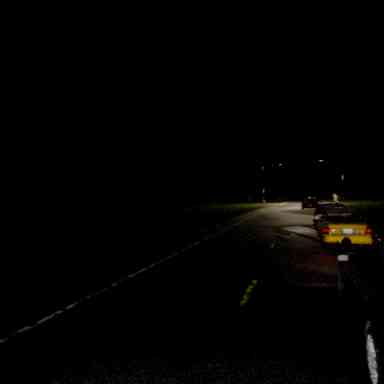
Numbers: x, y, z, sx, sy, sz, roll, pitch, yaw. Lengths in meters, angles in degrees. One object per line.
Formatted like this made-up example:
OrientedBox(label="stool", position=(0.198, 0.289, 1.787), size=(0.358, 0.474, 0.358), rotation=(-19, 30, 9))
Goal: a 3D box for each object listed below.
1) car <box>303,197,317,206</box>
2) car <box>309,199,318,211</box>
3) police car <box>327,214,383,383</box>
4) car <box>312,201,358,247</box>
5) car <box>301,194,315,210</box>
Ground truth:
OrientedBox(label="car", position=(18.565, 1.476, 52.158), size=(1.895, 1.301, 4.718), rotation=(-2, -1, 21))
OrientedBox(label="car", position=(8.247, 1.400, 19.950), size=(1.882, 1.535, 5.008), rotation=(-2, -1, 19))
OrientedBox(label="police car", position=(3.333, 1.363, 4.889), size=(1.930, 1.638, 5.238), rotation=(-2, -1, 18))
OrientedBox(label="car", position=(6.421, 1.386, 14.454), size=(1.801, 1.575, 5.366), rotation=(-2, -1, 18))
OrientedBox(label="car", position=(14.578, 1.388, 41.207), size=(1.882, 1.535, 5.008), rotation=(-2, 0, 20))
